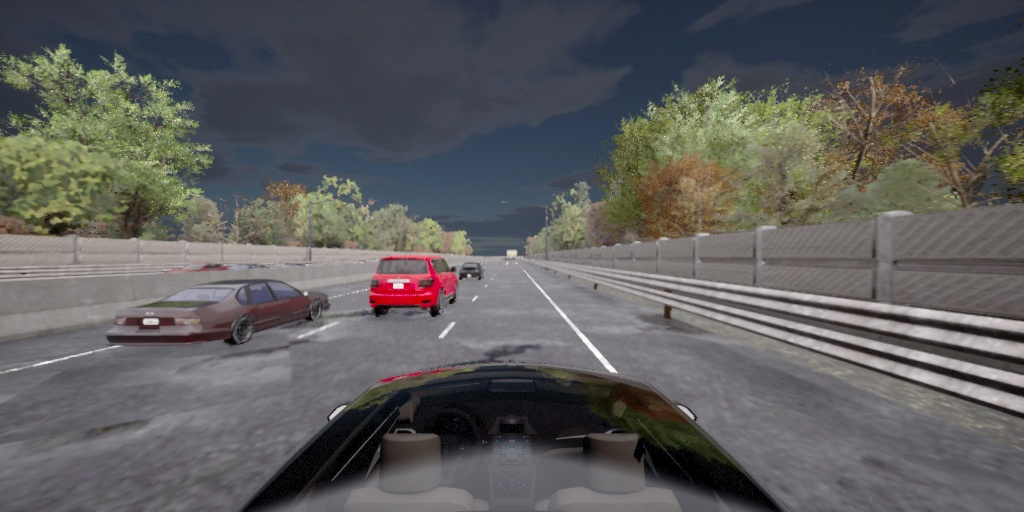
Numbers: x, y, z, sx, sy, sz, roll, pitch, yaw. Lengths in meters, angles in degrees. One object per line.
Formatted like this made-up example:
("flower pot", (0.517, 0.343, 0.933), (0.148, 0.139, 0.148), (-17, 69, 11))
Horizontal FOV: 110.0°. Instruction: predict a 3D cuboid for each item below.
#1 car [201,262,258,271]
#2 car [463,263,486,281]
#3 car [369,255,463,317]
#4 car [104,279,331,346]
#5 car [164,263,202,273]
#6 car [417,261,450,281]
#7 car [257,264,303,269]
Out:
("car", (-21.102, 1.335, 28.410), (2.033, 1.411, 5.357), (0, 0, 0))
("car", (-3.405, 1.300, 31.048), (1.837, 1.490, 4.892), (0, 0, 0))
("car", (-3.404, 0.987, 13.431), (2.150, 2.045, 5.566), (0, 0, 0))
("car", (-6.906, 1.307, 9.368), (2.033, 1.411, 5.357), (0, 0, 0))
("car", (-24.600, 1.265, 28.338), (1.882, 1.535, 5.008), (0, 0, 0))
("car", (-6.905, 1.273, 32.025), (1.882, 1.535, 5.008), (0, 0, 0))
("car", (-17.599, 1.352, 28.509), (1.994, 1.385, 4.181), (0, 0, 0))
